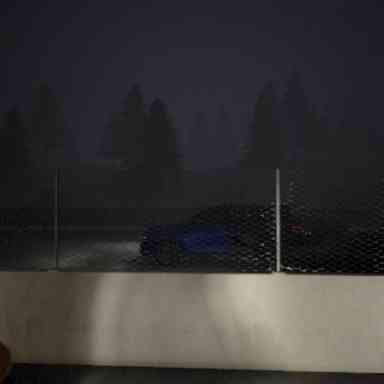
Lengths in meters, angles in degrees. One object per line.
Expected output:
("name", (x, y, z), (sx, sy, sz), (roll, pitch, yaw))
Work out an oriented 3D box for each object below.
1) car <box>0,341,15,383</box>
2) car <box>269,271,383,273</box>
("car", (-3.966, 1.524, 2.417), (5.008, 1.535, 1.882), (0, -1, 0))
("car", (4.332, 1.631, 7.927), (4.892, 1.490, 1.837), (0, -1, 5))
